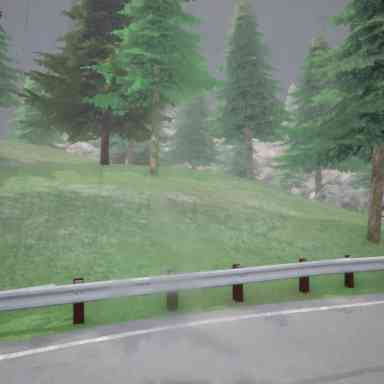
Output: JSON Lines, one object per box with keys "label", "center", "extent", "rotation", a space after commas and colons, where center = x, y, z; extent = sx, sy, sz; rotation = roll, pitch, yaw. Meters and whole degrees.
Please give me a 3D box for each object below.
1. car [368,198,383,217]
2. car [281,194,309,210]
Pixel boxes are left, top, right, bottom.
{"label": "car", "center": [16.941, 1.366, 29.631], "extent": [2.097, 1.767, 4.553], "rotation": [0, 0, -15]}
{"label": "car", "center": [13.179, 1.238, 43.035], "extent": [2.150, 2.045, 5.566], "rotation": [0, 0, -22]}
